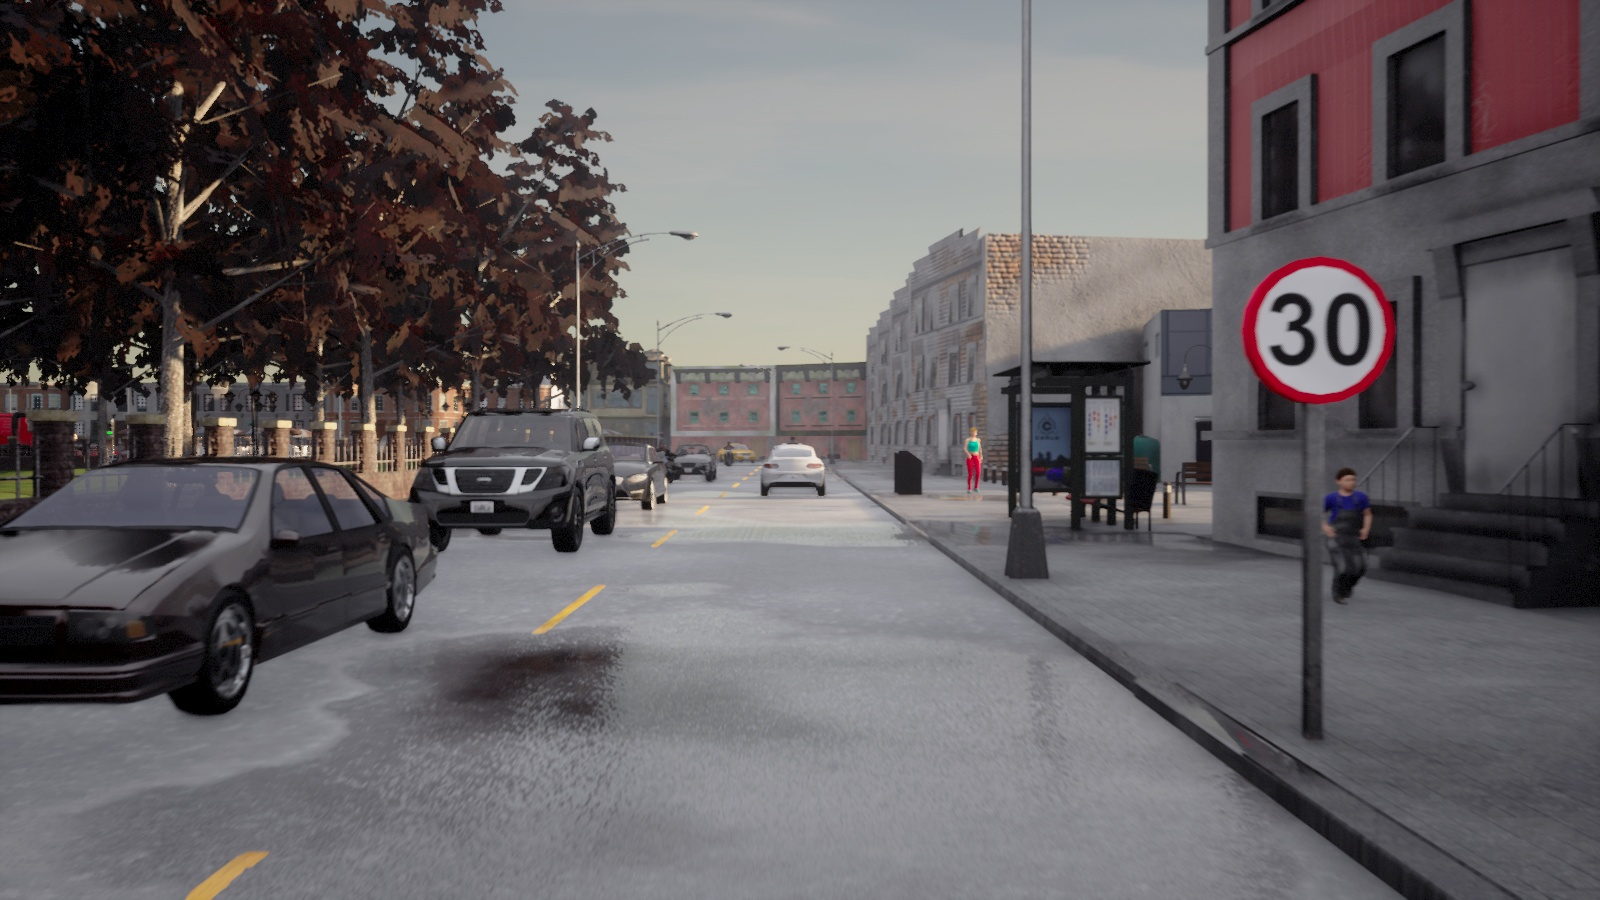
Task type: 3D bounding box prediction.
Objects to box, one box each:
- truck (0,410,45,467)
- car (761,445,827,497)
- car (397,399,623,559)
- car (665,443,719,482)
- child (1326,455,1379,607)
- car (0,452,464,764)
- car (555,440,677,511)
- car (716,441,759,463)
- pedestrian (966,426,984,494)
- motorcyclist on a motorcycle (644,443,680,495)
[{"bbox_3d":[-49.694,-0.701,76.270,2.891,3.462,7.936,0,0,0],"label":"truck"},{"bbox_3d":[-0.189,0.564,36.835,1.812,1.442,4.674,0,0,0],"label":"car"},{"bbox_3d":[-4.095,0.356,18.835,2.150,2.045,5.566,0,0,0],"label":"car"},{"bbox_3d":[-4.264,0.475,50.036,1.816,1.474,4.193,0,0,0],"label":"car"},{"bbox_3d":[4.700,0.679,10.694,0.270,1.263,0.437,0,0,4],"label":"child"},{"bbox_3d":[-4.028,0.743,8.543,2.033,1.411,5.357,0,0,0],"label":"car"},{"bbox_3d":[-4.147,0.536,29.149,2.128,1.511,4.902,0,0,0],"label":"car"},{"bbox_3d":[-4.701,0.155,93.763,1.801,1.575,5.366,0,0,-18],"label":"car"},{"bbox_3d":[4.724,0.268,33.962,0.345,1.836,0.594,0,0,-6],"label":"pedestrian"},{"bbox_3d":[-4.197,0.562,38.325,0.866,1.530,2.191,0,0,0],"label":"motorcyclist on a motorcycle"}]
